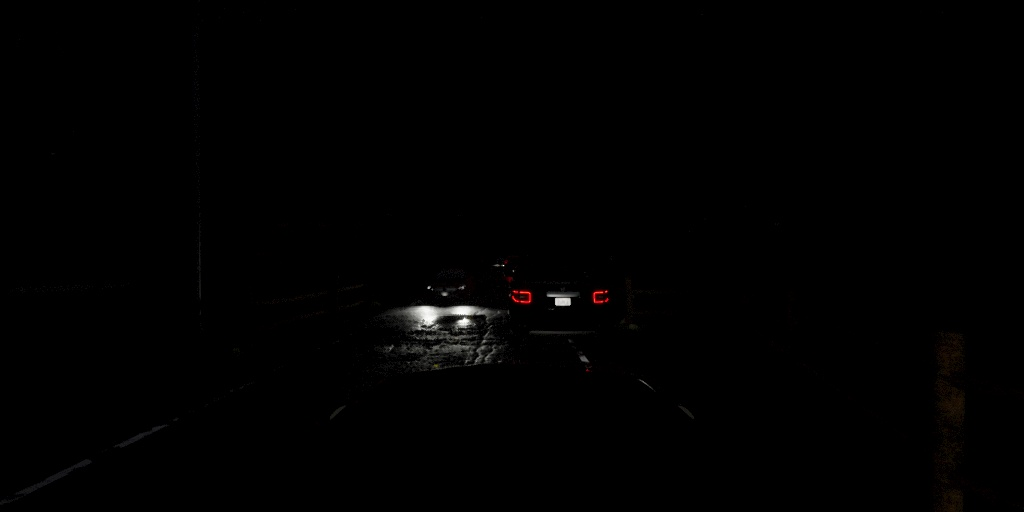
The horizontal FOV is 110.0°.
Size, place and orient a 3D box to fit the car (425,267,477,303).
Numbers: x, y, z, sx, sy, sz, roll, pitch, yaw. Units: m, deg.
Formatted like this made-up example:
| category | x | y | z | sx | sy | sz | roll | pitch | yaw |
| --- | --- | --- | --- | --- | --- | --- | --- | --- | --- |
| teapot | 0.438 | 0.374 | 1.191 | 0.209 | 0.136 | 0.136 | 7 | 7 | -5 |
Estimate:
| category | x | y | z | sx | sy | sz | roll | pitch | yaw |
| --- | --- | --- | --- | --- | --- | --- | --- | --- | --- |
| car | -2.717 | 1.273 | 16.790 | 1.812 | 1.442 | 4.674 | 0 | 0 | 0 |

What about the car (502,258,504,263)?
| category | x | y | z | sx | sy | sz | roll | pitch | yaw |
| --- | --- | --- | --- | --- | --- | --- | --- | --- | --- |
| car | 0.154 | 1.260 | 38.766 | 1.837 | 1.490 | 4.892 | 0 | 0 | 0 |

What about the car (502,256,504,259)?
| category | x | y | z | sx | sy | sz | roll | pitch | yaw |
| --- | --- | --- | --- | --- | --- | --- | --- | --- | --- |
| car | 0.101 | 0.984 | 48.891 | 2.150 | 2.045 | 5.566 | 0 | 0 | 0 |

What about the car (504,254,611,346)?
| category | x | y | z | sx | sy | sz | roll | pitch | yaw |
| --- | --- | --- | --- | --- | --- | --- | --- | --- | --- |
| car | 0.982 | 0.972 | 9.567 | 2.150 | 2.045 | 5.566 | 0 | 0 | 0 |
